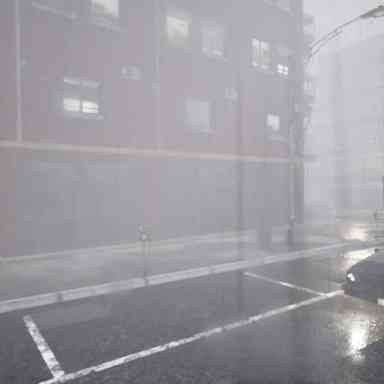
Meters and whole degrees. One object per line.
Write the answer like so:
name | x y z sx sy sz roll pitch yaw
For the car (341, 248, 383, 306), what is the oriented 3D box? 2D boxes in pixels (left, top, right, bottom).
car | 5.539 1.540 7.309 5.357 1.411 2.033 0 0 -35

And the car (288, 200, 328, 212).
car | 14.715 1.711 42.304 2.008 1.369 4.403 -2 0 -35

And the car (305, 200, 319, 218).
car | 11.104 1.781 32.929 2.008 1.369 4.403 -2 0 -35
